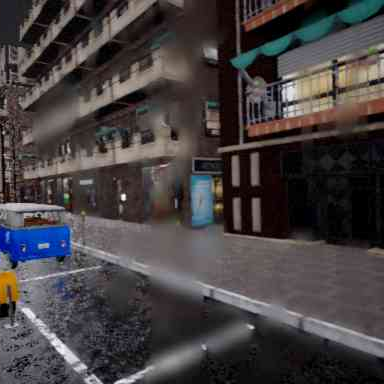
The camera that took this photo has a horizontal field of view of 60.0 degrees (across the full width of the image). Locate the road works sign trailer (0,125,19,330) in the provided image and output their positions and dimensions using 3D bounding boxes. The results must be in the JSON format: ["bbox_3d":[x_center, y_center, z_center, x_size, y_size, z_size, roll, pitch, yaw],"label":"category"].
[{"bbox_3d":[-4.635,0.464,5.828,2.380,3.560,2.880,-2,1,-40],"label":"road works sign trailer"}]

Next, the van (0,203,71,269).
[{"bbox_3d":[-5.321,1.271,10.712,1.690,1.788,3.998,-1,1,-40],"label":"van"}]
